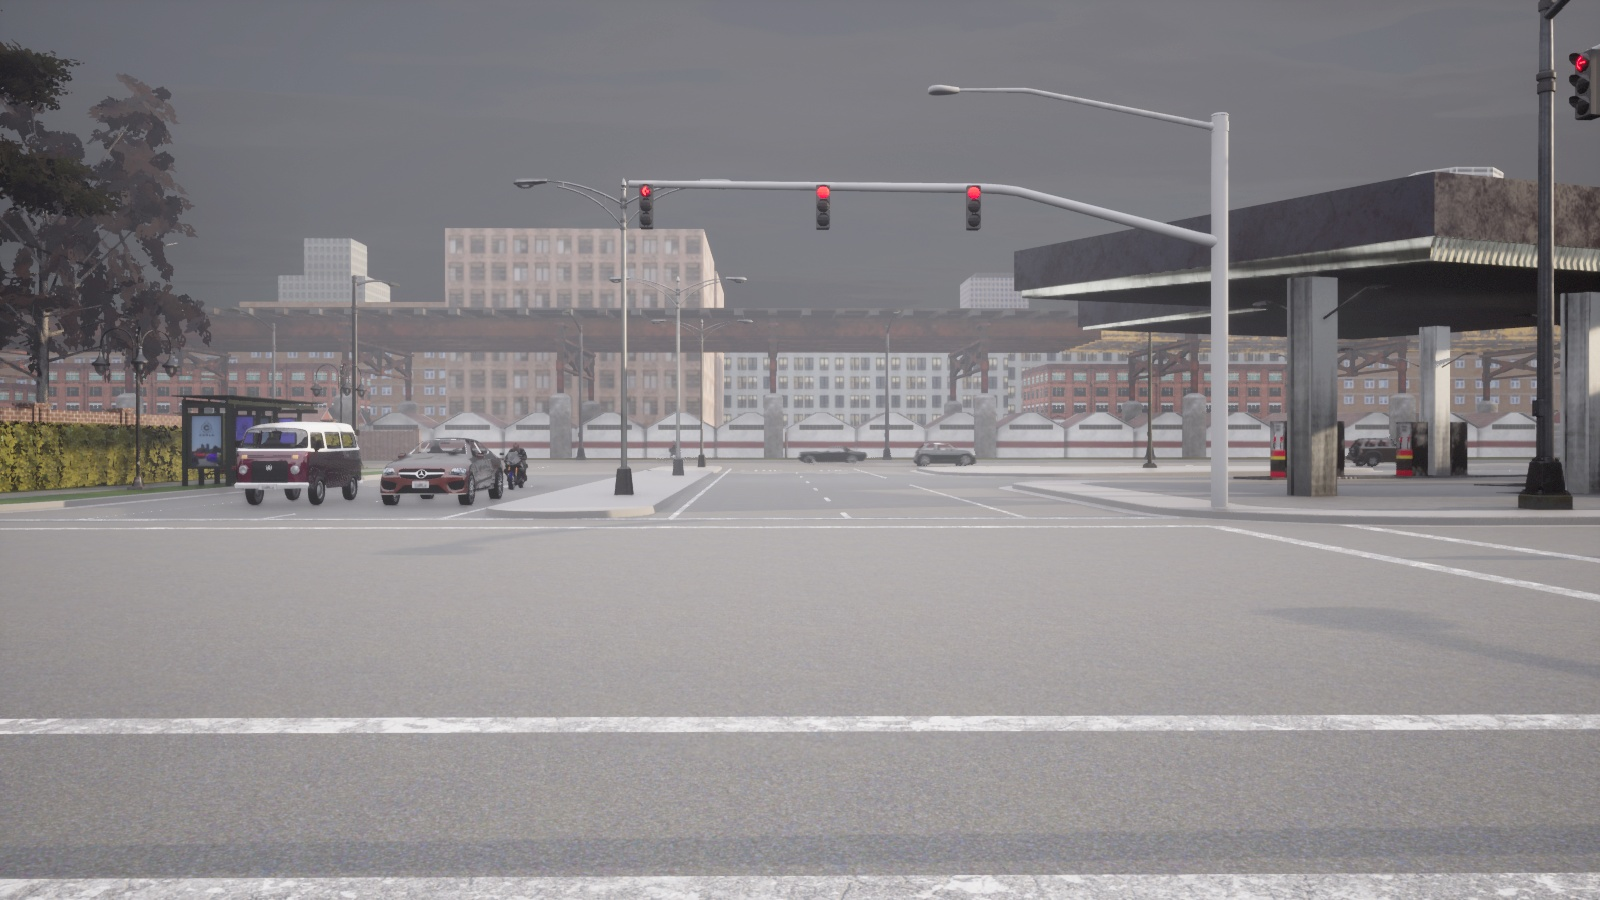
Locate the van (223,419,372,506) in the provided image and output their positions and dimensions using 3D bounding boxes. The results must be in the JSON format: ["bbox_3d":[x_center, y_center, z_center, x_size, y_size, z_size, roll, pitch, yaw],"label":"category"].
[{"bbox_3d":[-12.501,0.282,31.579,2.069,2.038,4.480,0,0,-2],"label":"van"}]

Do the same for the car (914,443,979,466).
[{"bbox_3d":[9.178,0.274,78.961,3.806,1.475,1.970,0,0,-3],"label":"car"}]

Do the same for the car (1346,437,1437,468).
[{"bbox_3d":[35.789,0.163,76.029,4.605,1.855,1.932,0,0,1],"label":"car"}]

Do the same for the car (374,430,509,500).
[{"bbox_3d":[-9.015,0.337,32.078,2.152,1.651,5.027,0,0,-2],"label":"car"}]

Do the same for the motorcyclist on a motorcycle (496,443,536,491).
[{"bbox_3d":[-9.259,0.543,41.008,0.866,1.530,2.191,0,0,-2],"label":"motorcyclist on a motorcycle"}]

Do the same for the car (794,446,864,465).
[{"bbox_3d":[1.953,0.364,85.787,4.718,1.301,1.895,0,0,-1],"label":"car"}]
